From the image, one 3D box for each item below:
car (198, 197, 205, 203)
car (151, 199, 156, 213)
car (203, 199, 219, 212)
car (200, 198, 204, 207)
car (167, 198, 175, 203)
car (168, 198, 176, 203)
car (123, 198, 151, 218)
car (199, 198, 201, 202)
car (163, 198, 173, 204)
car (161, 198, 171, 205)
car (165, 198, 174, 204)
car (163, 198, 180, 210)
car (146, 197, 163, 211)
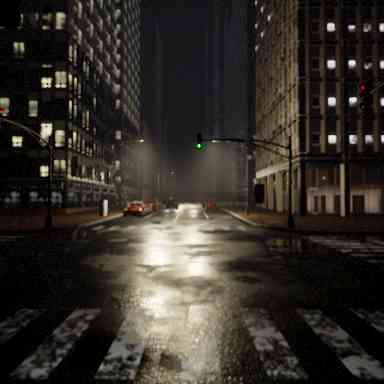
[{"bbox_3d":[2.789,2.259,94.937,1.887,1.381,4.507,1,0,0],"label":"car"},{"bbox_3d":[-5.642,1.875,39.113,1.802,1.307,4.206,1,0,0],"label":"car"},{"bbox_3d":[2.743,1.918,44.743,1.802,1.307,4.206,1,0,0],"label":"car"},{"bbox_3d":[2.755,1.946,56.069,1.752,1.417,4.829,1,0,0],"label":"car"},{"bbox_3d":[-5.596,2.221,89.289,2.008,1.369,4.403,1,0,0],"label":"car"},{"bbox_3d":[-5.592,2.279,94.864,1.947,1.339,4.313,1,0,0],"label":"car"},{"bbox_3d":[-5.644,1.692,33.539,1.967,1.590,4.097,1,0,0],"label":"car"},{"bbox_3d":[2.759,2.027,61.475,1.947,1.339,4.313,1,0,0],"label":"car"},{"bbox_3d":[-5.606,2.137,78.138,2.008,1.369,4.403,1,0,0],"label":"car"},{"bbox_3d":[-5.611,2.089,72.563,1.887,1.381,4.507,1,0,0],"label":"car"},{"bbox_3d":[-5.601,2.173,83.714,1.887,1.381,4.507,1,0,0],"label":"car"},{"bbox_3d":[-2.955,1.849,50.440,1.837,1.490,4.892,0,0,0],"label":"car"},{"bbox_3d":[-5.632,1.650,44.690,2.192,1.841,5.009,1,0,0],"label":"car"}]
